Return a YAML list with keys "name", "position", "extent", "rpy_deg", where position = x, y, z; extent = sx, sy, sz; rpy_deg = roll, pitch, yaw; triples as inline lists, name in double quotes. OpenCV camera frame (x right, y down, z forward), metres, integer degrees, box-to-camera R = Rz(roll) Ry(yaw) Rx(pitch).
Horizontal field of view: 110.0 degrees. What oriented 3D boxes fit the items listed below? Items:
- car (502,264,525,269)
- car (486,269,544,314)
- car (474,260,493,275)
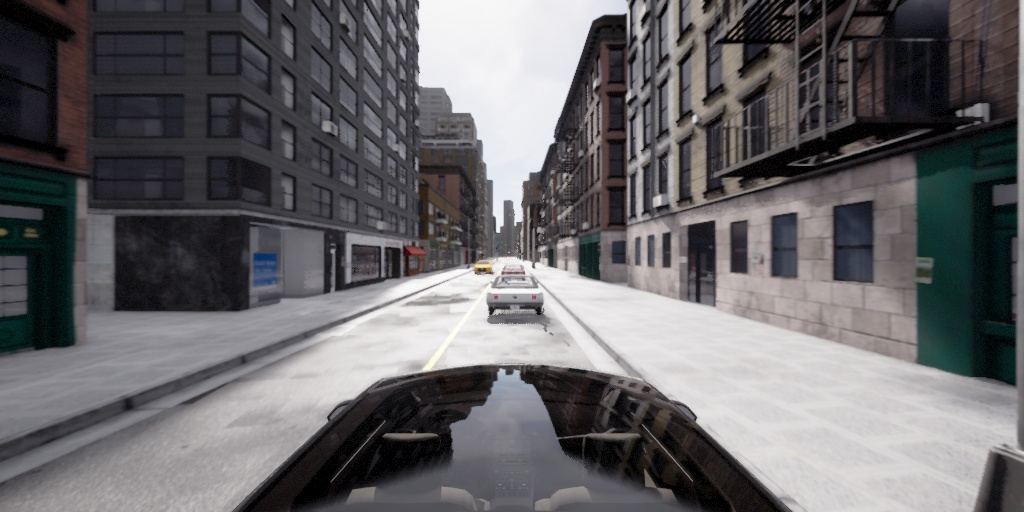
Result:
- name: "car"
  position: [0.104, 1.342, 29.672]
  extent: [1.895, 1.301, 4.718]
  rpy_deg: [0, 0, 0]
- name: "car"
  position: [0.102, 1.348, 13.701]
  extent: [1.895, 1.301, 4.718]
  rpy_deg: [0, 0, 0]
- name: "car"
  position: [-3.089, 1.214, 39.639]
  extent: [1.882, 1.535, 5.008]
  rpy_deg: [0, 0, 0]
